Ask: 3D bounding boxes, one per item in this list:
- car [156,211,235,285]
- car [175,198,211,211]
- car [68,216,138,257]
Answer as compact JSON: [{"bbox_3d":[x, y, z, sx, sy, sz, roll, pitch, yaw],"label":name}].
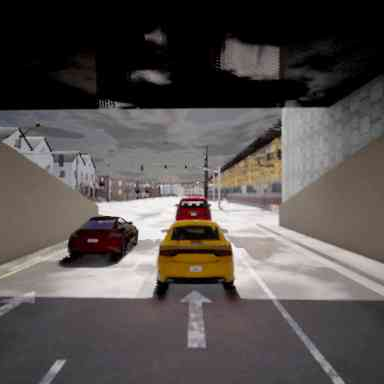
[{"bbox_3d":[0.085,1.549,9.773,1.882,1.535,5.008,0,0,0],"label":"car"},{"bbox_3d":[0.077,1.375,21.339,2.150,2.045,5.566,0,-1,0],"label":"car"},{"bbox_3d":[-3.415,1.662,13.456,1.994,1.385,4.181,0,0,0],"label":"car"}]
